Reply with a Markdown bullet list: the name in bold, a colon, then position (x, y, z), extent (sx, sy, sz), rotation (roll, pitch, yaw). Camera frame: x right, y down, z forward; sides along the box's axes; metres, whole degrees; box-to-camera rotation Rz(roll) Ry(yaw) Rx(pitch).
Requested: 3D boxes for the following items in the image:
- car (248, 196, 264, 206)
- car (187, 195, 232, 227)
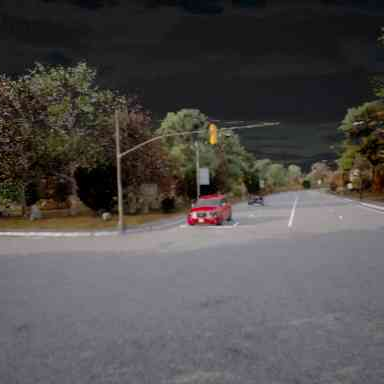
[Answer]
- **car**: position (9.227, 1.212, 47.789), extent (1.994, 1.385, 4.181), rotation (-2, 0, 18)
- **car**: position (1.386, 1.311, 23.407), extent (2.150, 2.045, 5.566), rotation (-2, 2, 18)
